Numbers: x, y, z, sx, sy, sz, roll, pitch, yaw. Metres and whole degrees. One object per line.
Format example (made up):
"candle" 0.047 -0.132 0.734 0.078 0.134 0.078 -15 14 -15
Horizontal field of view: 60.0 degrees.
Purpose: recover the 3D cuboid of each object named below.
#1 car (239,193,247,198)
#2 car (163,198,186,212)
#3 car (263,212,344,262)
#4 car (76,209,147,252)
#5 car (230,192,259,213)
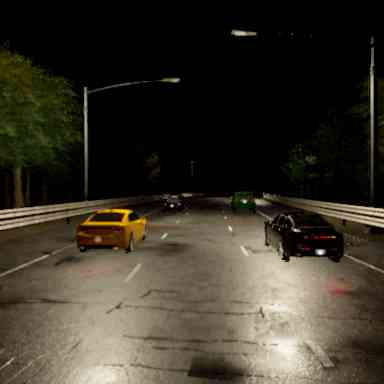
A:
"car" 13.834 0.993 89.696 1.895 1.301 4.718 0 0 13
"car" -1.803 1.312 34.796 1.994 1.385 4.181 0 1 5
"car" 3.845 1.491 12.165 1.837 1.490 4.892 0 0 2
"car" -3.103 1.450 13.757 1.882 1.535 5.008 0 0 2
"car" 5.074 0.986 33.219 2.150 2.045 5.566 0 1 5
